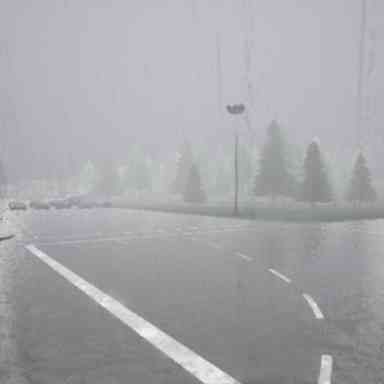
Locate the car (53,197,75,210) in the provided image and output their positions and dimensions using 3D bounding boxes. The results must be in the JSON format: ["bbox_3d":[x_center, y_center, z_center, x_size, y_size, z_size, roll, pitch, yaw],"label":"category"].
[{"bbox_3d":[-22.523,2.131,58.419,2.097,1.767,4.553,0,-1,-31],"label":"car"}]

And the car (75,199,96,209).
[{"bbox_3d":[-19.341,2.390,59.917,1.895,1.301,4.718,0,-1,-31],"label":"car"}]

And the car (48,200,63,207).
[{"bbox_3d":[-27.272,2.261,66.297,2.033,1.411,5.357,0,-1,-31],"label":"car"}]

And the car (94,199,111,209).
[{"bbox_3d":[-16.543,2.312,62.056,1.837,1.490,4.892,0,-1,-31],"label":"car"}]

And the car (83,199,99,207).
[{"bbox_3d":[-21.277,2.274,69.911,2.128,1.511,4.902,0,-1,-31],"label":"car"}]

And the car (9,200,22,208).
[{"bbox_3d":[-33.267,2.246,62.684,1.994,1.385,4.181,0,-1,-31],"label":"car"}]

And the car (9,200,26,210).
[{"bbox_3d":[-28.946,2.325,55.513,1.994,1.385,4.181,0,-1,-31],"label":"car"}]

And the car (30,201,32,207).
[{"bbox_3d":[-30.270,2.232,64.491,2.128,1.511,4.902,0,-1,-31],"label":"car"}]

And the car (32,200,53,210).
[{"bbox_3d":[-25.551,2.367,56.660,1.895,1.301,4.718,0,-1,-31],"label":"car"}]

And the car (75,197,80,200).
[{"bbox_3d":[-24.291,1.960,68.133,2.150,2.045,5.566,0,-1,-31],"label":"car"}]
